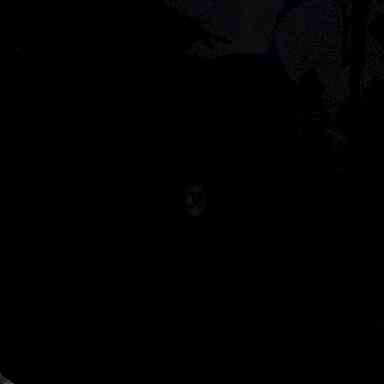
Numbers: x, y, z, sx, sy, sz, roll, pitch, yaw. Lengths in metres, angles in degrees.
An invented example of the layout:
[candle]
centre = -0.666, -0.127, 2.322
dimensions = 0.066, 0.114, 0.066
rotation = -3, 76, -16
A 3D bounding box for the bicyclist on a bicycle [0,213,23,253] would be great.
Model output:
[bicyclist on a bicycle]
centre = -5.733, 1.091, 9.556
dimensions = 0.582, 1.620, 1.656
rotation = 2, 7, 38
